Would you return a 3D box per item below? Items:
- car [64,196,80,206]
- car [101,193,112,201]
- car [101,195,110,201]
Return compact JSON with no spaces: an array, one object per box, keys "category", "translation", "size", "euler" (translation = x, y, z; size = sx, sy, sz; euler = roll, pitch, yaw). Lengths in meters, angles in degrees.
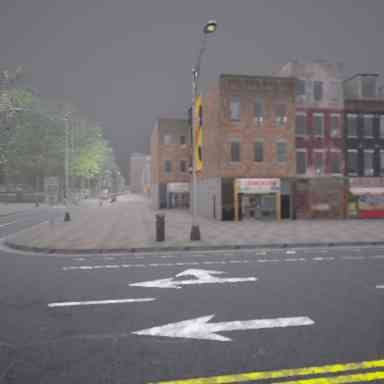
[{"category":"car","translation":[-19.622,1.453,54.602],"size":[1.837,1.490,4.892],"euler":[-1,0,-10]},{"category":"car","translation":[-20.874,1.440,78.965],"size":[1.947,1.339,4.313],"euler":[-1,0,-10]},{"category":"car","translation":[-21.504,1.449,82.573],"size":[1.802,1.307,4.206],"euler":[-1,0,-10]}]
